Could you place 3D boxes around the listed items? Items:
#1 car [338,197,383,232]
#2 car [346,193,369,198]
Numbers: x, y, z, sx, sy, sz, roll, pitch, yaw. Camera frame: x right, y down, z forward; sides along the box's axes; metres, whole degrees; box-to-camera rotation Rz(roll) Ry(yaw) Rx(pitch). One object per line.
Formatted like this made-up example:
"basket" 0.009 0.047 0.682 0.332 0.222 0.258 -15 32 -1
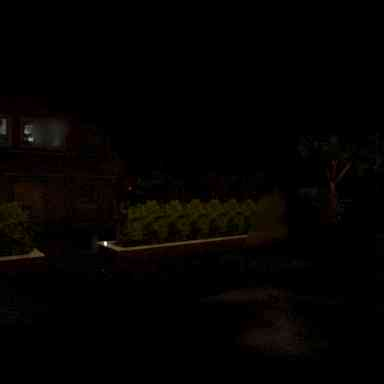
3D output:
"car" 10.635 1.382 18.468 2.097 1.767 4.553 0 0 -42
"car" 17.405 1.041 36.202 3.866 1.878 1.905 0 0 0
